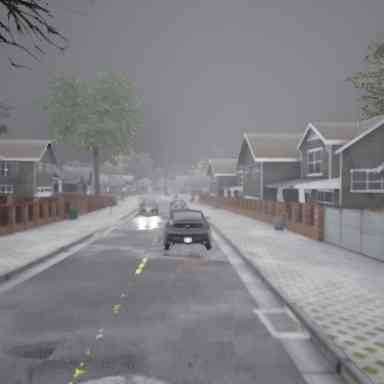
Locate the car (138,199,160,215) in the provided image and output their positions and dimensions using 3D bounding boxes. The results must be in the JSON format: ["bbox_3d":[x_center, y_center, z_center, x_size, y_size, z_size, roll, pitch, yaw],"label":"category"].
[{"bbox_3d":[-4.198,1.463,32.944,2.128,1.511,4.902,0,0,-5],"label":"car"}]

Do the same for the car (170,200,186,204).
[{"bbox_3d":[-1.407,1.509,33.841,2.033,1.411,5.357,0,0,-5],"label":"car"}]

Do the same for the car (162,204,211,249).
[{"bbox_3d":[-0.235,1.486,14.459,1.837,1.490,4.892,0,0,-2],"label":"car"}]
